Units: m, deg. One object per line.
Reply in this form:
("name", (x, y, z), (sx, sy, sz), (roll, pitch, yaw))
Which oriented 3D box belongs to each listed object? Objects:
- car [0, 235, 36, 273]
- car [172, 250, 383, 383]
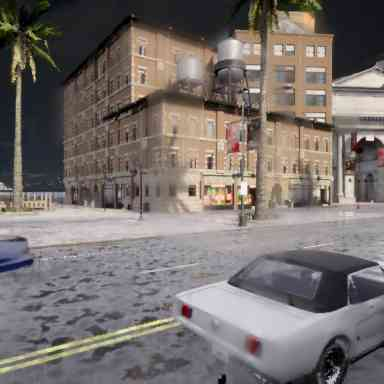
("car", (-6.691, 1.547, 7.838), (5.357, 1.411, 2.033), (0, 0, -35))
("car", (2.144, 1.601, 5.186), (4.718, 1.301, 1.895), (0, 0, -35))
